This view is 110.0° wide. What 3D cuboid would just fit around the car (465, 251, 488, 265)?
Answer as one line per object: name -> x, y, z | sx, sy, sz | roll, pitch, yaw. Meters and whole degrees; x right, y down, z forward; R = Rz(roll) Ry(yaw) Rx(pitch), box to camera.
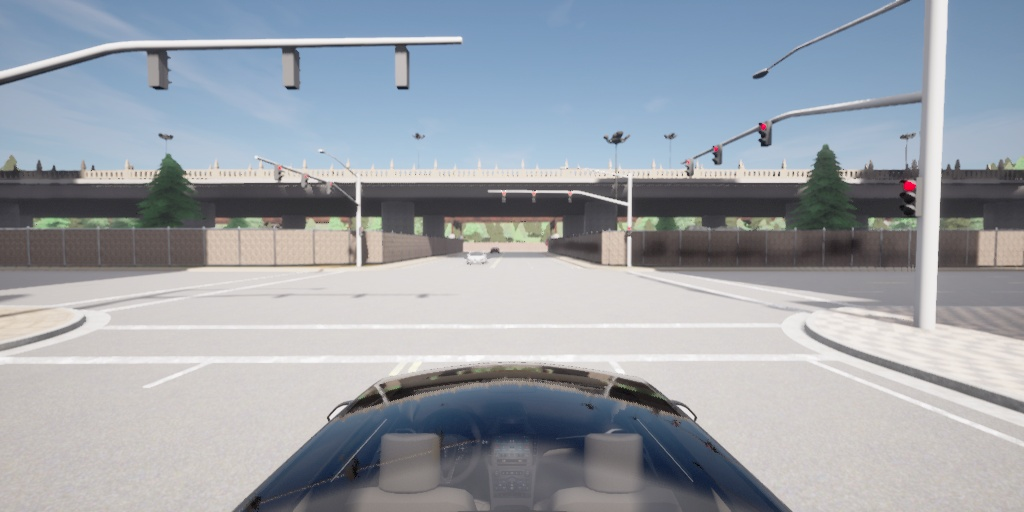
car -> -3.484, 0.196, 36.120 | 1.812, 1.442, 4.674 | 0, 3, 0
